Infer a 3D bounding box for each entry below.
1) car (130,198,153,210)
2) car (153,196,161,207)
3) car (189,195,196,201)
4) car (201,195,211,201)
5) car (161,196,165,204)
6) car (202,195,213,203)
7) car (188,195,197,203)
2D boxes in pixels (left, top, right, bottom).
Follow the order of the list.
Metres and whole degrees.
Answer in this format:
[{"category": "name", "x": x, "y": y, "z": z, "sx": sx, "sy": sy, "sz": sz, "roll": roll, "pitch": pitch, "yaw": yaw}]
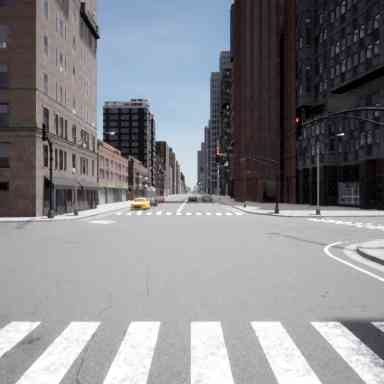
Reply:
[{"category": "car", "x": -6.531, "y": 1.485, "z": 42.203, "sx": 1.882, "sy": 1.535, "sz": 5.008, "roll": 0, "pitch": 0, "yaw": 0}, {"category": "car", "x": -6.504, "y": 1.573, "z": 52.227, "sx": 1.994, "sy": 1.385, "sz": 4.181, "roll": 0, "pitch": 0, "yaw": 1}, {"category": "car", "x": 0.130, "y": 1.450, "z": 81.397, "sx": 1.882, "sy": 1.535, "sz": 5.008, "roll": 0, "pitch": 0, "yaw": 0}, {"category": "car", "x": 3.379, "y": 1.497, "z": 81.393, "sx": 2.128, "sy": 1.511, "sz": 4.902, "roll": 0, "pitch": 0, "yaw": 0}, {"category": "car", "x": -6.433, "y": 1.486, "z": 65.820, "sx": 1.882, "sy": 1.535, "sz": 5.008, "roll": 0, "pitch": 0, "yaw": 1}, {"category": "car", "x": 3.363, "y": 1.530, "z": 70.973, "sx": 2.128, "sy": 1.511, "sz": 4.902, "roll": 0, "pitch": 0, "yaw": 0}, {"category": "car", "x": 0.113, "y": 1.483, "z": 70.978, "sx": 1.882, "sy": 1.535, "sz": 5.008, "roll": 0, "pitch": 0, "yaw": 0}]
